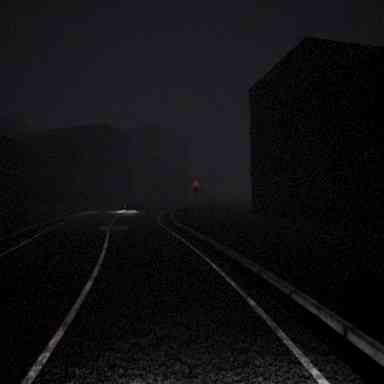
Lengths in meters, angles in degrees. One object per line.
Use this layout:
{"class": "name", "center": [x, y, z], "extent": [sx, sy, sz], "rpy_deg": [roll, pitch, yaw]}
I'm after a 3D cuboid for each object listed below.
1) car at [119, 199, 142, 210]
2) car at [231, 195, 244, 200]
{"class": "car", "center": [-7.716, 1.590, 41.932], "extent": [1.994, 1.385, 4.181], "rpy_deg": [-1, 0, 8]}
{"class": "car", "center": [11.207, 1.363, 79.151], "extent": [4.674, 1.442, 1.812], "rpy_deg": [-1, -3, -43]}
